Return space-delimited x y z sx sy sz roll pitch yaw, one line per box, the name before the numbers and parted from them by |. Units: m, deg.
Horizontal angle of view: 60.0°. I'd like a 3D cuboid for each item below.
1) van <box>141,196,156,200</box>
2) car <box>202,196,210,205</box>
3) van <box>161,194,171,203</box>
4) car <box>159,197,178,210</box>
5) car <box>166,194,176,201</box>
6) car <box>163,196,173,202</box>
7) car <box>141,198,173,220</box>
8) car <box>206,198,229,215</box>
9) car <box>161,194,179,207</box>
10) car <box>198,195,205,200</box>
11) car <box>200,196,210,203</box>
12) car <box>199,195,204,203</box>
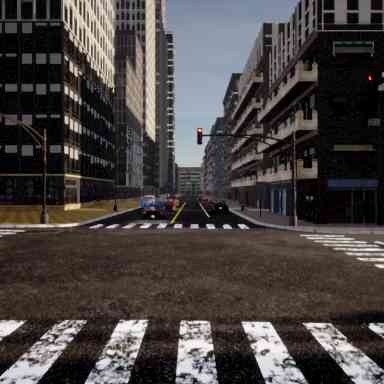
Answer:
van | -5.657 1.346 43.813 1.690 1.788 3.998 0 0 0
car | 2.724 1.550 43.806 1.887 1.381 4.507 0 0 0
van | -5.633 1.355 72.084 1.690 1.788 3.998 0 0 0
car | -3.063 1.605 39.381 1.895 1.301 4.718 0 0 0
car | -5.619 1.337 89.048 2.192 1.841 5.009 0 0 0
car | -5.628 1.567 77.738 2.008 1.369 4.403 0 0 0
car | -3.077 1.549 28.863 2.033 1.411 5.357 0 0 0
car | 2.717 1.568 33.839 1.947 1.339 4.313 0 0 0
car | -3.049 1.358 49.494 2.097 1.767 4.553 0 0 0
car | 2.766 1.590 94.695 1.947 1.339 4.313 0 0 0
car | 2.748 1.559 72.077 1.887 1.381 4.507 0 0 0
car | 2.738 1.561 60.769 2.008 1.369 4.403 0 0 0
